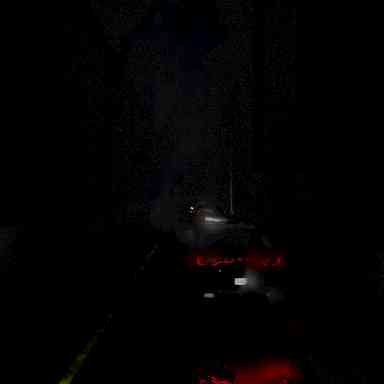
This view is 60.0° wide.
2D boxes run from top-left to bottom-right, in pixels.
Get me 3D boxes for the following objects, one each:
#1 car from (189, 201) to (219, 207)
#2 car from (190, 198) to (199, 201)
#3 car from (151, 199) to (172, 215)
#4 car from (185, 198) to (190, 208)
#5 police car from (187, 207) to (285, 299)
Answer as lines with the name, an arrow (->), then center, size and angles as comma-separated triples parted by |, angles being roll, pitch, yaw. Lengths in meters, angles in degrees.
car -> 0.902, 1.476, 18.527 | 1.882, 1.535, 5.008 | 0, 0, 0
car -> 0.902, 1.453, 24.717 | 1.801, 1.575, 5.366 | 0, 0, 0
car -> -2.997, 1.488, 33.302 | 2.128, 1.511, 4.902 | 0, 0, 0
car -> 0.033, 1.558, 47.280 | 1.994, 1.385, 4.181 | 0, 0, 1
police car -> 0.900, 1.424, 8.637 | 1.930, 1.638, 5.238 | 0, 0, 0
